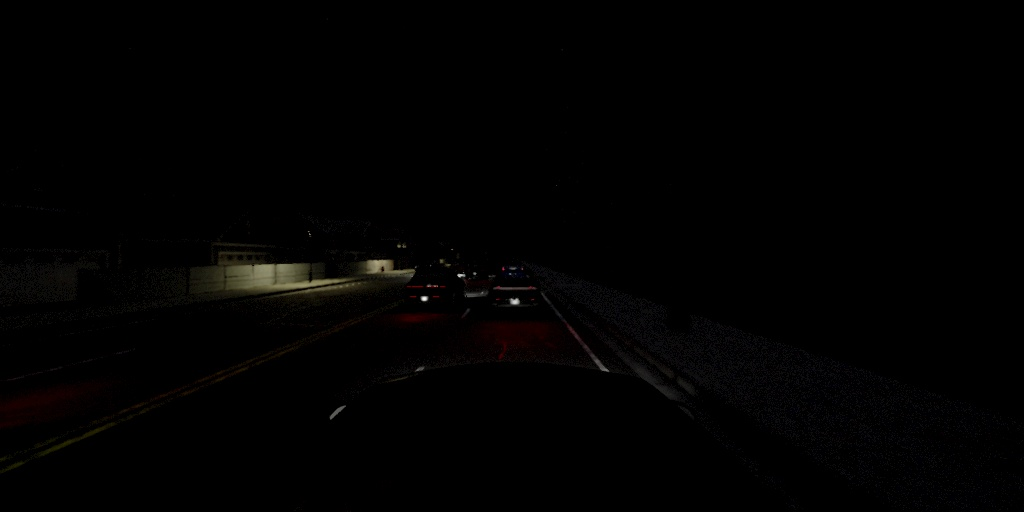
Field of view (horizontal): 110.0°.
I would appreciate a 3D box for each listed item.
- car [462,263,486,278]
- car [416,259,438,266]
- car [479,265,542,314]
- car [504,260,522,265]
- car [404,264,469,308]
[{"bbox_3d":[-3.166,1.342,32.913,1.812,1.442,4.674,0,0,0],"label":"car"},{"bbox_3d":[-9.859,1.187,41.894,2.097,1.767,4.553,0,0,0],"label":"car"},{"bbox_3d":[0.095,1.265,13.897,2.128,1.511,4.902,0,0,0],"label":"car"},{"bbox_3d":[0.085,1.166,31.587,2.097,1.767,4.553,0,0,0],"label":"car"},{"bbox_3d":[-3.155,1.282,15.327,1.837,1.490,4.892,0,0,0],"label":"car"}]
